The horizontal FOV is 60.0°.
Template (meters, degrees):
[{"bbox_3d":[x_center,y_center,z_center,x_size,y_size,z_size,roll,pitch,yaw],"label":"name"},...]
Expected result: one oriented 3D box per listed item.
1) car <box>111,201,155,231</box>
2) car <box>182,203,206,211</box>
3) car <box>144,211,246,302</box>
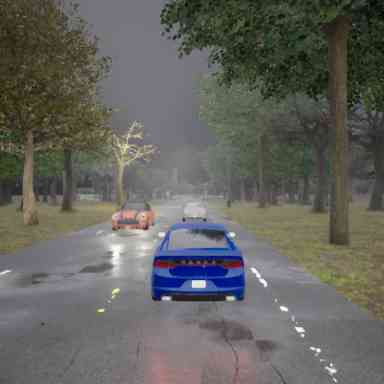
[{"bbox_3d":[-3.533,1.380,20.615,2.097,1.767,4.553,0,0,0],"label":"car"},{"bbox_3d":[0.187,1.574,26.879,1.812,1.442,4.674,0,0,0],"label":"car"},{"bbox_3d":[0.129,1.483,8.366,1.882,1.535,5.008,0,0,0],"label":"car"}]
